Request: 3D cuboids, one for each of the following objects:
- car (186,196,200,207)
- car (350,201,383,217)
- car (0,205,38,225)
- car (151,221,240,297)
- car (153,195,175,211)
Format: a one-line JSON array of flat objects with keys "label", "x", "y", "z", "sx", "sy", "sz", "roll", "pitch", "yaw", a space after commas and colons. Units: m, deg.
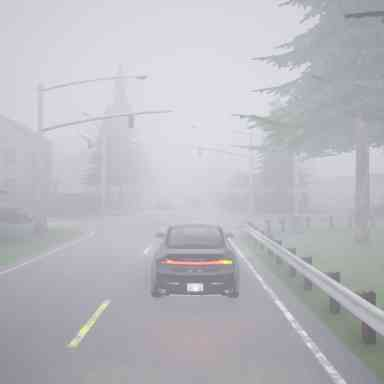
[{"label": "car", "x": 0.184, "y": 1.352, "z": 52.757, "sx": 2.097, "sy": 1.767, "sz": 4.553, "roll": 0, "pitch": 0, "yaw": 0}, {"label": "car", "x": 15.324, "y": 1.488, "z": 26.742, "sx": 4.892, "sy": 1.490, "sz": 1.837, "roll": 0, "pitch": 0, "yaw": 0}, {"label": "car", "x": -13.477, "y": 1.532, "z": 23.269, "sx": 5.357, "sy": 1.411, "sz": 2.033, "roll": 0, "pitch": 0, "yaw": 0}, {"label": "car", "x": 0.078, "y": 1.505, "z": 8.533, "sx": 1.837, "sy": 1.490, "sz": 4.892, "roll": 0, "pitch": 0, "yaw": 0}, {"label": "car", "x": -3.525, "y": 1.504, "z": 41.726, "sx": 1.837, "sy": 1.490, "sz": 4.892, "roll": 0, "pitch": 0, "yaw": 0}]
